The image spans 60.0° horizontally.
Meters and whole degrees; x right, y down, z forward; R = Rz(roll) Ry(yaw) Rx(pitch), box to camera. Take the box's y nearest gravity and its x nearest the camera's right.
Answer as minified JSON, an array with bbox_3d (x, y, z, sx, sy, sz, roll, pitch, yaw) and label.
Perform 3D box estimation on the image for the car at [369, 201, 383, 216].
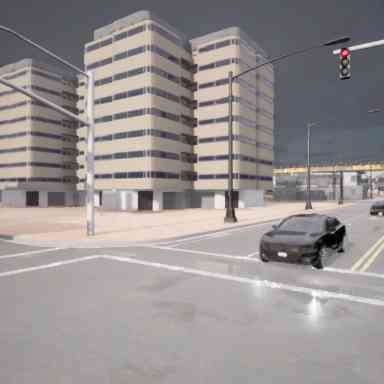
[{"bbox_3d":[18.126,1.545,31.468,2.033,1.411,5.357,0,0,35],"label":"car"}]

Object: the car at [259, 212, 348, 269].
[{"bbox_3d":[4.009,1.495,11.520,1.882,1.535,5.008,0,0,35],"label":"car"}]
